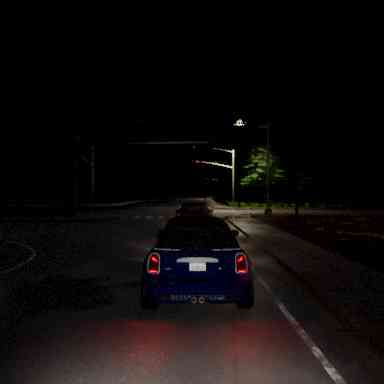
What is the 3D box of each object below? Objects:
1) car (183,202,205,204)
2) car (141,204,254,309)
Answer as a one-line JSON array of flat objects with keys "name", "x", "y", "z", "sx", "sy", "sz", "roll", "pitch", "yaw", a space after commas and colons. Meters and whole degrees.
[{"name": "car", "x": 0.102, "y": 1.331, "z": 18.141, "sx": 2.097, "sy": 1.767, "sz": 4.553, "roll": 0, "pitch": 0, "yaw": 0}, {"name": "car", "x": 0.100, "y": 1.344, "z": 8.020, "sx": 2.097, "sy": 1.767, "sz": 4.553, "roll": 0, "pitch": 0, "yaw": 0}]
